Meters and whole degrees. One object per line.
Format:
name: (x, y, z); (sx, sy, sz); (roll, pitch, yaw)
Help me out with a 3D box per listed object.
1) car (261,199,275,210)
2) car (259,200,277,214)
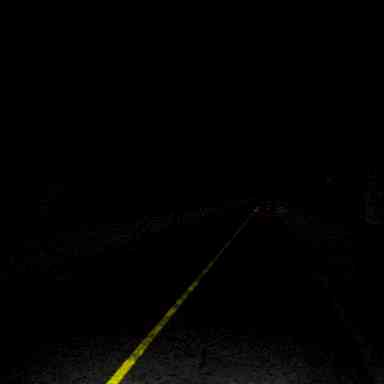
car: (11.436, 1.893, 50.031); (1.812, 1.442, 4.674); (2, 0, 13)
car: (9.172, 1.766, 40.220); (1.882, 1.535, 5.008); (2, 0, 13)
